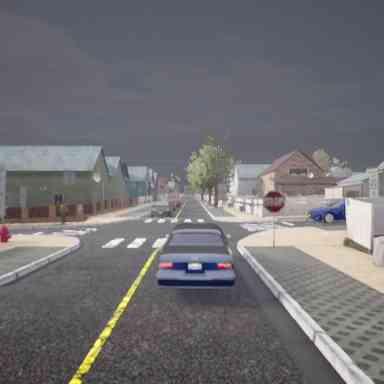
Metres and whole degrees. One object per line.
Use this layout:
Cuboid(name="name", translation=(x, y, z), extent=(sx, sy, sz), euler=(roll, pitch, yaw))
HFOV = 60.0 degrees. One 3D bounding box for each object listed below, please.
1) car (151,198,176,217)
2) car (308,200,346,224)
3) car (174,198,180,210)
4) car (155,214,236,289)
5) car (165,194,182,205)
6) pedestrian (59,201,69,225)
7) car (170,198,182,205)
Cuboid(name="car", translation=(-2.888, 1.611, 32.632), extent=(1.812, 1.442, 4.674), euler=(0, 0, 0))
Cuboid(name="car", translation=(10.375, 1.247, 22.336), extent=(5.008, 1.535, 1.882), euler=(-2, -1, -2))
Cuboid(name="car", translation=(-2.913, 1.708, 41.688), extent=(1.895, 1.301, 4.718), euler=(0, 0, 0))
Cuboid(name="car", translation=(0.151, 1.574, 9.319), extent=(2.033, 1.411, 5.357), euler=(0, 0, 2))
Cuboid(name="car", translation=(-2.940, 1.350, 51.500), extent=(2.150, 2.045, 5.566), euler=(0, 0, 0))
Cuboid(name="pedestrian", translation=(-9.732, 1.526, 25.132), extent=(0.375, 1.860, 0.375), euler=(0, 0, 0))
Cuboid(name="car", translation=(-2.910, 1.751, 61.539), extent=(1.895, 1.301, 4.718), euler=(0, 0, 0))
